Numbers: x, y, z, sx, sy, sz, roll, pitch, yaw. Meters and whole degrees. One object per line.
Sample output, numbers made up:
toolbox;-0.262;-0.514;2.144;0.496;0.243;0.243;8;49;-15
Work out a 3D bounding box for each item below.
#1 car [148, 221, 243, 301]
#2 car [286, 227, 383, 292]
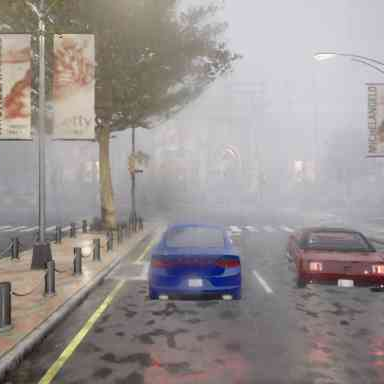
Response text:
car;0.073;1.478;8.428;1.882;1.535;5.008;0;0;0
car;3.679;1.601;9.054;1.895;1.301;4.718;0;0;13
